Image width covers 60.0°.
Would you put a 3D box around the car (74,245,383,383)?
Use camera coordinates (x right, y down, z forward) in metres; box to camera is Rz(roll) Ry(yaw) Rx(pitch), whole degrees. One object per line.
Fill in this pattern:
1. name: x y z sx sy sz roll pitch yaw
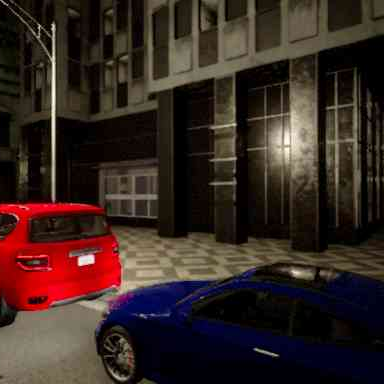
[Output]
1. car: 0.915 1.552 3.701 4.674 1.442 1.812 0 0 36

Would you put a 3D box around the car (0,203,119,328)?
1. car: -3.967 1.262 7.243 5.566 2.045 2.150 0 0 36
